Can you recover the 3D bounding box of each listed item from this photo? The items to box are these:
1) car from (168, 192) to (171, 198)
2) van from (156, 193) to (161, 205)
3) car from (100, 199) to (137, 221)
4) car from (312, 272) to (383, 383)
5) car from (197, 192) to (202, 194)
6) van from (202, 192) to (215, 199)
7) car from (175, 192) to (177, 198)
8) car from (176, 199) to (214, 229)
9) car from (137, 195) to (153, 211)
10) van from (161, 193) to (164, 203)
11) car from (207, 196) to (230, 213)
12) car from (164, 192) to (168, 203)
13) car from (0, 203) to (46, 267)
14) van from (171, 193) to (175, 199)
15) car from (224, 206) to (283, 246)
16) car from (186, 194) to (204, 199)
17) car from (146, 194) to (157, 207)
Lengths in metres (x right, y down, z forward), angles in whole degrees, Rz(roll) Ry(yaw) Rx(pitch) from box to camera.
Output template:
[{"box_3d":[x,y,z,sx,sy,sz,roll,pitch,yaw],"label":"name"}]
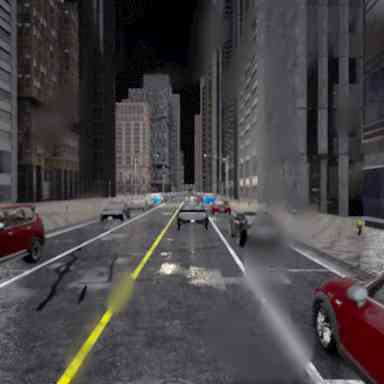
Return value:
[{"box_3d":[-5.964,1.056,65.427,2.192,1.841,5.009,0,0,0],"label":"car"},{"box_3d":[-5.912,1.151,48.504,1.690,1.788,3.998,0,0,0],"label":"van"},{"box_3d":[-5.841,1.466,25.943,1.947,1.339,4.313,0,0,0],"label":"car"},{"box_3d":[2.754,1.424,3.411,1.967,1.590,4.097,0,0,0],"label":"car"},{"box_3d":[2.545,1.294,71.099,1.802,1.307,4.206,0,0,0],"label":"car"},{"box_3d":[2.614,1.144,48.535,1.690,1.788,3.998,0,0,0],"label":"van"},{"box_3d":[-6.050,1.170,93.632,1.887,1.381,4.507,0,0,0],"label":"car"},{"box_3d":[0.037,1.407,20.979,2.128,1.511,4.902,0,0,0],"label":"car"},{"box_3d":[-5.876,1.406,37.224,2.008,1.369,4.403,0,0,0],"label":"car"},{"box_3d":[-5.929,1.128,54.145,1.690,1.788,3.998,0,0,0],"label":"van"},{"box_3d":[2.667,1.416,31.614,1.887,1.381,4.507,0,0,0],"label":"car"},{"box_3d":[-5.946,1.204,59.786,1.967,1.590,4.097,0,0,0],"label":"car"},{"box_3d":[-5.790,1.283,9.019,2.192,1.841,5.009,0,0,0],"label":"car"},{"box_3d":[-6.034,0.990,87.990,1.690,1.788,3.998,0,0,0],"label":"van"},{"box_3d":[2.719,1.505,14.692,1.947,1.339,4.313,0,0,0],"label":"car"},{"box_3d":[-0.020,1.331,40.111,2.128,1.511,4.902,0,0,0],"label":"car"},{"box_3d":[-5.893,1.358,42.694,1.752,1.417,4.829,0,0,0],"label":"car"}]
